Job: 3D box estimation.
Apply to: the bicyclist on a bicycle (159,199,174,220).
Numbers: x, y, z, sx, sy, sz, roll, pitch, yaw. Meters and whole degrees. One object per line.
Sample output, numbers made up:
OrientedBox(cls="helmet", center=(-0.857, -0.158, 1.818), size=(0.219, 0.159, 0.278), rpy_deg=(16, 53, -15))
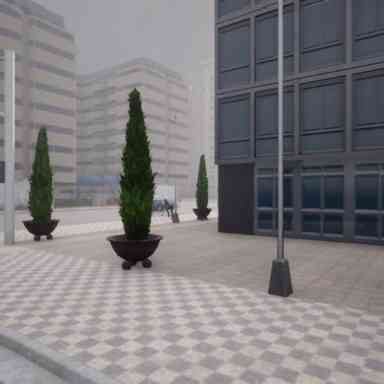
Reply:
OrientedBox(cls="bicyclist on a bicycle", center=(-1.935, 1.347, 25.837), size=(1.656, 1.620, 0.582), rpy_deg=(0, 0, 35))

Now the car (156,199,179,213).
OrientedBox(cls="car", center=(-3.488, 1.519, 37.996), size=(1.882, 1.535, 5.008), rpy_deg=(0, 0, 35))
